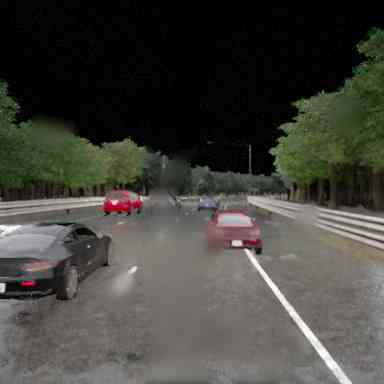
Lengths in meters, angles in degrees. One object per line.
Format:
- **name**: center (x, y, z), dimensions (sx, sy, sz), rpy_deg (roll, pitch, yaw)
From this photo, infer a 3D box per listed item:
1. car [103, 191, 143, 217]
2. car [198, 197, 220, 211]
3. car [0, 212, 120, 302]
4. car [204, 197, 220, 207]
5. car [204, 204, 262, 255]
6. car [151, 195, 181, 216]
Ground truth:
- **car**: center (-5.773, 0.957, 28.315), dimensions (2.150, 2.045, 5.566), rpy_deg (0, 0, 4)
- **car**: center (1.735, 1.288, 35.504), dimensions (1.994, 1.385, 4.181), rpy_deg (0, 0, 7)
- **car**: center (-3.254, 1.438, 7.942), dimensions (1.812, 1.442, 4.674), rpy_deg (0, 1, 1)
- **car**: center (2.886, 1.336, 46.722), dimensions (1.994, 1.385, 4.181), rpy_deg (0, -1, 7)
- **car**: center (1.470, 1.389, 12.580), dimensions (1.812, 1.442, 4.674), rpy_deg (0, 1, 2)
- **car**: center (-2.176, 1.084, 29.283), dimensions (2.097, 1.767, 4.553), rpy_deg (0, 0, 4)
